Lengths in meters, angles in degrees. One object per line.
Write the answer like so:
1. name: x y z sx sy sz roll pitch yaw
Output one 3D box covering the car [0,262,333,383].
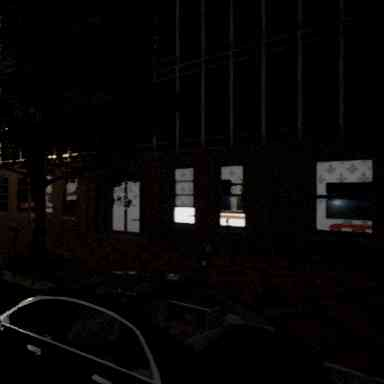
1. car: -0.885 1.545 3.507 4.403 1.369 2.008 0 0 35
